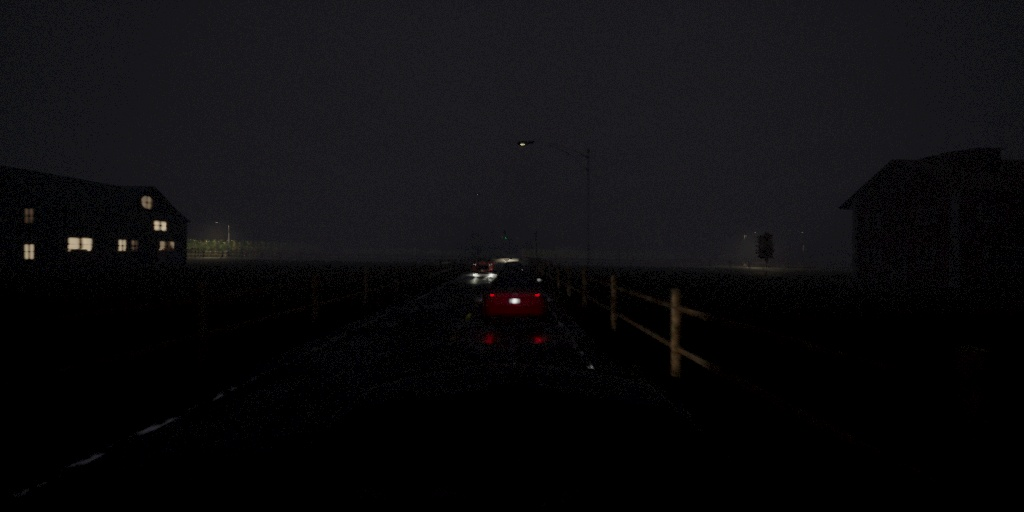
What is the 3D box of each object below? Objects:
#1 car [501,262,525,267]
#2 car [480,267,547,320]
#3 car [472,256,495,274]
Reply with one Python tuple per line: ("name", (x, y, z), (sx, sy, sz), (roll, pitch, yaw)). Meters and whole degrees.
("car", (0.081, 1.105, 27.496), (1.994, 1.385, 4.181), (0, 0, 0))
("car", (0.084, 1.228, 12.164), (1.994, 1.385, 4.181), (0, 0, 0))
("car", (-2.851, 0.821, 36.620), (2.097, 1.767, 4.553), (0, 0, 0))
